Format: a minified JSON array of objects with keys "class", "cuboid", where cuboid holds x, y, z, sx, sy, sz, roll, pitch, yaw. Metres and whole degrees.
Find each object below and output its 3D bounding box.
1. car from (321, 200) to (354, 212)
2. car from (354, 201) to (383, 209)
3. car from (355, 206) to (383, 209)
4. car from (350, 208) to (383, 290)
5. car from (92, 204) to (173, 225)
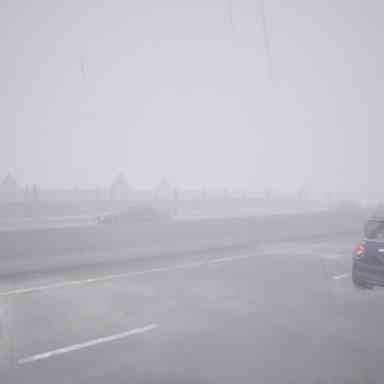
[{"class":"car","cuboid":[14.065,1.498,31.105,4.902,1.511,2.128,0,0,-35]},{"class":"car","cuboid":[16.045,1.569,28.220,4.181,1.385,1.994,0,0,-35]},{"class":"car","cuboid":[9.570,1.505,14.864,4.892,1.490,1.837,0,0,-35]},{"class":"car","cuboid":[5.843,1.352,7.907,4.553,1.767,2.097,0,0,-36]},{"class":"car","cuboid":[-3.904,1.548,22.660,5.357,1.411,2.033,0,0,-35]}]
